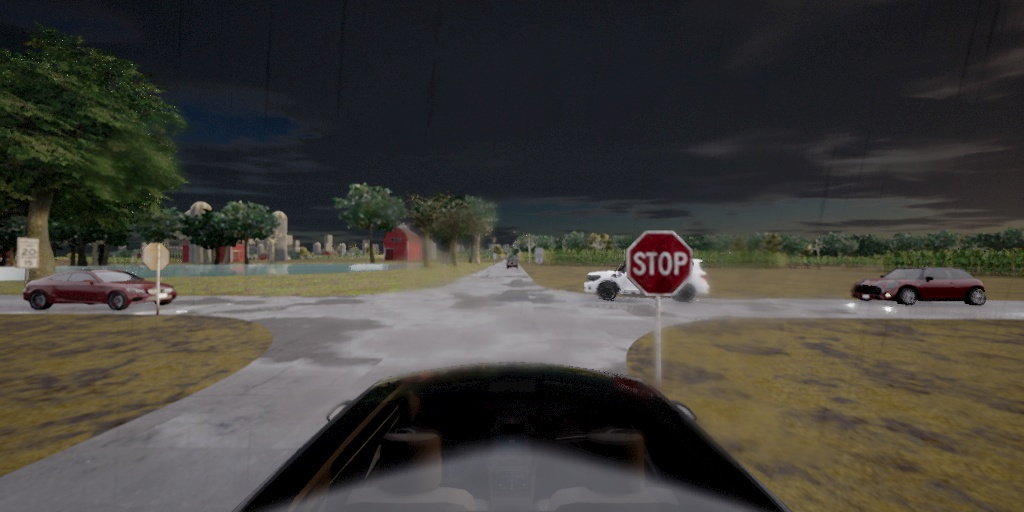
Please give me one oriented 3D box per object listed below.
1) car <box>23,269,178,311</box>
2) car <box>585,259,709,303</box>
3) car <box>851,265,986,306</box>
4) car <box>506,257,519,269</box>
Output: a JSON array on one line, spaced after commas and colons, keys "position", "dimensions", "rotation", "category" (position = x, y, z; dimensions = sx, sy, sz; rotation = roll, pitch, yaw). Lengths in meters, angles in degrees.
[{"position": [-15.492, 1.228, 13.585], "dimensions": [4.674, 1.442, 1.812], "rotation": [0, -1, 1], "category": "car"}, {"position": [6.341, 1.111, 17.233], "dimensions": [5.566, 2.045, 2.150], "rotation": [1, -1, 11], "category": "car"}, {"position": [18.603, 1.308, 16.585], "dimensions": [4.553, 1.767, 2.097], "rotation": [0, -1, 0], "category": "car"}, {"position": [0.097, 1.431, 60.964], "dimensions": [1.837, 1.490, 4.892], "rotation": [0, 0, 0], "category": "car"}]
